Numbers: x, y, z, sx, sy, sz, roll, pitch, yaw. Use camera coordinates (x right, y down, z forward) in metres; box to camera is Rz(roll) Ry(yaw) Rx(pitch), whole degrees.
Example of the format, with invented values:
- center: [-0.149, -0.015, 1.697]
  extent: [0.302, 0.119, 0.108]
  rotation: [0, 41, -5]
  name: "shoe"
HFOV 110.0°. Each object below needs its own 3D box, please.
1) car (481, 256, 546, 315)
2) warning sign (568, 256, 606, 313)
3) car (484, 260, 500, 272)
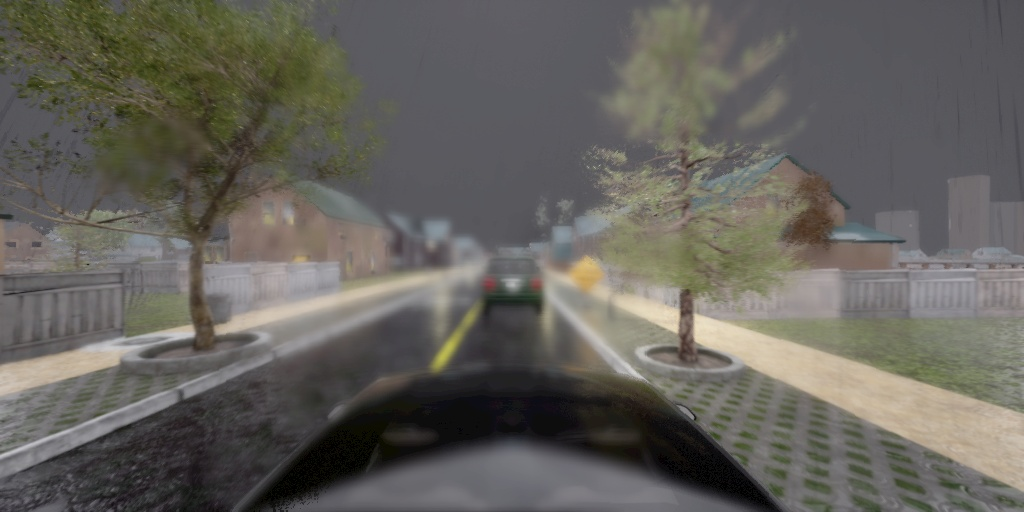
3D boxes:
- center: [0.064, 1.033, 13.937]
  extent: [2.150, 2.045, 5.566]
  rotation: [0, 0, 0]
  name: "car"
- center: [2.518, 0.915, 12.148]
  extent: [1.300, 1.860, 1.060]
  rotation: [0, 0, 0]
  name: "warning sign"
- center: [-2.823, 1.438, 52.629]
  extent: [2.097, 1.767, 4.553]
  rotation: [0, 0, 0]
  name: "car"
